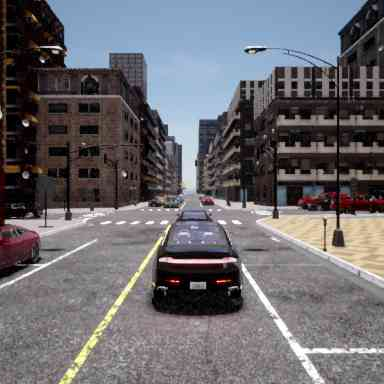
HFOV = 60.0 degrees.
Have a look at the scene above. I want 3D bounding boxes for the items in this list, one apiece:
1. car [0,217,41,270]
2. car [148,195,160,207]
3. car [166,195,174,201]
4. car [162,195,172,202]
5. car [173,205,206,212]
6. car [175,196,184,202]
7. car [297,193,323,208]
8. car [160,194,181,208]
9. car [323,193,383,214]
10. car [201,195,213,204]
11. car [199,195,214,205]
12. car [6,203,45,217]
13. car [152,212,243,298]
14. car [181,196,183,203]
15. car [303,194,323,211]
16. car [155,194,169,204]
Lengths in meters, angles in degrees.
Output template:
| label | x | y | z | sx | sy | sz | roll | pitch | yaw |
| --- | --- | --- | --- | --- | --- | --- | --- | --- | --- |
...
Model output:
| label | x | y | z | sx | sy | sz | roll | pitch | yaw |
| --- | --- | --- | --- | --- | --- | --- | --- | --- | --- |
| car | -5.732 | 1.582 | 9.277 | 1.802 | 1.307 | 4.206 | 0 | 0 | 0 |
| car | -5.637 | 1.581 | 51.301 | 1.947 | 1.339 | 4.313 | 0 | 0 | 0 |
| car | -5.601 | 1.481 | 85.396 | 1.967 | 1.590 | 4.097 | 0 | 0 | 0 |
| car | -5.613 | 1.471 | 74.031 | 1.967 | 1.590 | 4.097 | 0 | 0 | 0 |
| car | 0.116 | 1.565 | 17.099 | 1.994 | 1.385 | 4.181 | 0 | 0 | 0 |
| car | -2.917 | 1.572 | 79.118 | 2.033 | 1.411 | 5.357 | 0 | 0 | 0 |
| car | 14.598 | 1.015 | 37.595 | 5.009 | 1.841 | 2.192 | -1 | 1 | 0 |
| car | -3.015 | 1.365 | 48.248 | 2.097 | 1.767 | 4.553 | 0 | 0 | 0 |
| car | 14.724 | 1.029 | 29.217 | 5.009 | 1.841 | 2.192 | -1 | 1 | 0 |
| car | 2.755 | 1.462 | 62.659 | 1.967 | 1.590 | 4.097 | 0 | 0 | 0 |
| car | 2.748 | 1.458 | 56.976 | 1.967 | 1.590 | 4.097 | 0 | 0 | 0 |
| car | -16.453 | 1.790 | 31.579 | 4.892 | 1.490 | 1.837 | -1 | 0 | 0 |
| car | 0.111 | 1.491 | 8.484 | 2.128 | 1.511 | 4.902 | 0 | 0 | 0 |
| car | -3.019 | 1.620 | 58.181 | 1.895 | 1.301 | 4.718 | 0 | 0 | 0 |
| car | 14.603 | 1.230 | 35.024 | 4.674 | 1.442 | 1.812 | -1 | 0 | 0 |
| car | -5.626 | 1.337 | 62.666 | 2.192 | 1.841 | 5.009 | 0 | 0 | 0 |
